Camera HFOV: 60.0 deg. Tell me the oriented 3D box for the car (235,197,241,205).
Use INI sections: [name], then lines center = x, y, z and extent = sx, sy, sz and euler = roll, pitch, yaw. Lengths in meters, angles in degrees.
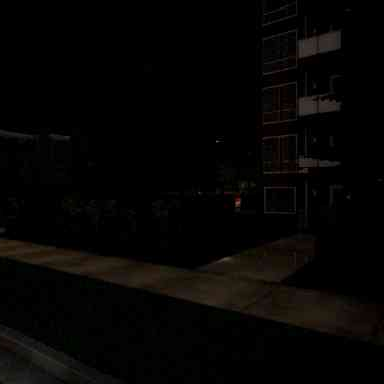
[car]
center = 9.337, 1.480, 58.050
extent = 1.882, 1.535, 5.008
euler = 0, 0, 36
